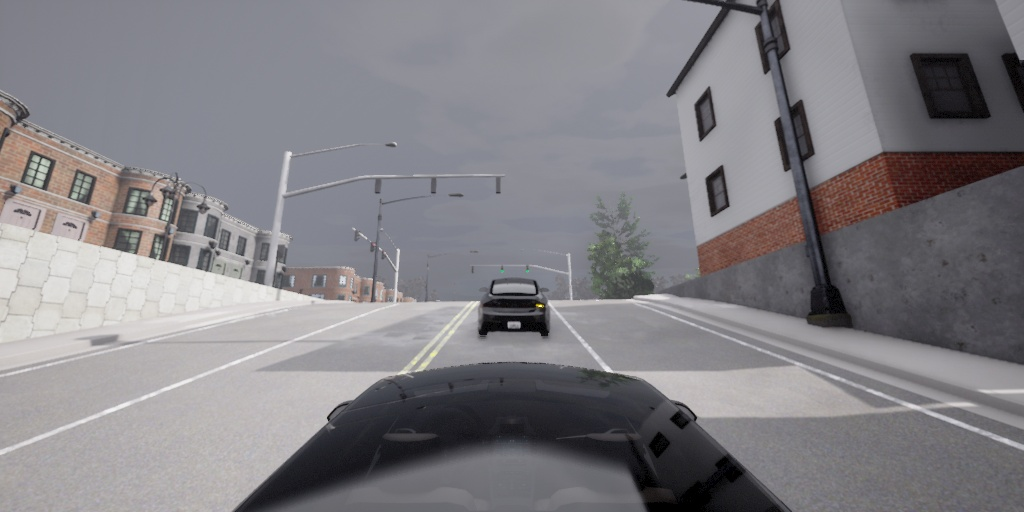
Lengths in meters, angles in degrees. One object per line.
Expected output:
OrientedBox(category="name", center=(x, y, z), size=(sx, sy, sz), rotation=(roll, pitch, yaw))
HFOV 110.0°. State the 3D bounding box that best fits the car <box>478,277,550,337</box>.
OrientedBox(category="car", center=(0.062, 1.378, 10.814), size=(1.837, 1.490, 4.892), rotation=(0, 0, 0))
